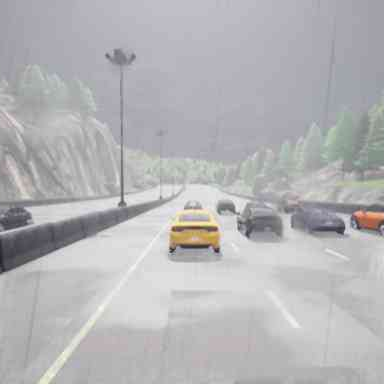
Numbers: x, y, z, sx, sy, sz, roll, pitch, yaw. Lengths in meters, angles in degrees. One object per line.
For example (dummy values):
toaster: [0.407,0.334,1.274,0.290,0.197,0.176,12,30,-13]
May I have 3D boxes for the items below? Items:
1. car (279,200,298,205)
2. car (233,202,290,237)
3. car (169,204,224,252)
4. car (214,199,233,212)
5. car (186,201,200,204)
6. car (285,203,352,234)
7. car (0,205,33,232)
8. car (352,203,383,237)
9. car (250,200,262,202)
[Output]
car: [10.592,1.563,36.237,1.812,1.442,4.674,0,0,0]
car: [3.596,1.523,18.235,1.837,1.490,4.892,0,0,0]
car: [0.096,1.492,13.995,1.882,1.535,5.008,0,0,0]
car: [3.592,1.542,36.142,1.837,1.490,4.892,0,0,0]
car: [0.093,1.581,32.024,2.033,1.411,5.357,0,0,0]
car: [7.095,1.584,19.199,1.994,1.385,4.181,0,0,0]
car: [-10.603,1.524,18.381,1.837,1.490,4.892,0,0,0]
car: [10.595,1.371,18.188,2.097,1.767,4.553,0,0,0]
car: [7.092,1.602,37.070,1.994,1.385,4.181,0,0,0]
